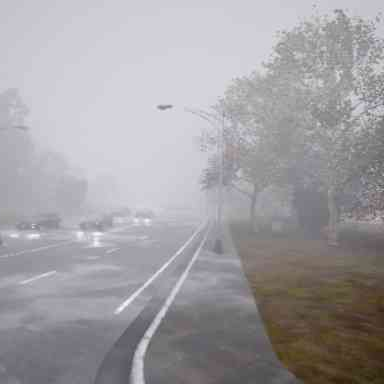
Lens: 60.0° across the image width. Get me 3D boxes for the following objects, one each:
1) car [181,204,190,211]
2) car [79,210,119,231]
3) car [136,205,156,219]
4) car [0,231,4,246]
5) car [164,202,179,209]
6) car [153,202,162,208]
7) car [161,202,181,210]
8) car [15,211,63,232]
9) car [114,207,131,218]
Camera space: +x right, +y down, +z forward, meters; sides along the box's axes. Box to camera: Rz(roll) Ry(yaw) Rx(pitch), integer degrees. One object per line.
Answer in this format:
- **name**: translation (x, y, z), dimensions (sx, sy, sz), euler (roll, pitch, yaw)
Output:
- **car**: translation (-1.963, 3.785, 80.977), dimensions (2.128, 1.511, 4.902), euler (4, -1, -20)
- **car**: translation (-8.507, 2.631, 30.137), dimensions (1.812, 1.442, 4.674), euler (2, -1, 5)
- **car**: translation (-6.795, 3.056, 48.200), dimensions (1.812, 1.442, 4.674), euler (2, -1, 5)
- **car**: translation (-9.987, 1.926, 13.204), dimensions (2.033, 1.411, 5.357), euler (2, -3, 8)
- **car**: translation (-5.598, 3.621, 90.375), dimensions (2.128, 1.511, 4.902), euler (5, -1, -30)
- **car**: translation (-8.714, 3.331, 88.807), dimensions (1.882, 1.535, 5.008), euler (5, -1, -30)
- **car**: translation (-5.130, 3.555, 79.358), dimensions (2.128, 1.511, 4.902), euler (4, -1, -20)
- **car**: translation (-12.292, 2.364, 27.090), dimensions (1.837, 1.490, 4.892), euler (2, -1, 5)
- **car**: translation (-10.280, 2.890, 48.474), dimensions (2.033, 1.411, 5.357), euler (2, -1, 5)
